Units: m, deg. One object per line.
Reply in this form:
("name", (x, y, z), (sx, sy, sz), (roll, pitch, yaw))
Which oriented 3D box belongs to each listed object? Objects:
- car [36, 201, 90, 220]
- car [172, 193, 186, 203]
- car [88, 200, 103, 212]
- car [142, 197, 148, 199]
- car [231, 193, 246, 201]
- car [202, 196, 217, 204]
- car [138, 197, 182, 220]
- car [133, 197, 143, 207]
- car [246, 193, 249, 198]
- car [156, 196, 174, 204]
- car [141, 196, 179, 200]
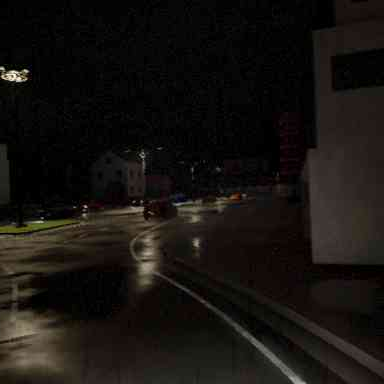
("car", (-13.714, 2.125, 35.162), (2.033, 1.411, 5.357), (-2, 0, 22))
("car", (-2.940, 1.303, 68.969), (2.150, 2.045, 5.566), (-3, 0, 17))
("car", (-14.051, 1.937, 44.944), (2.097, 1.767, 4.553), (-3, 0, 17))
("car", (-6.243, 1.725, 58.268), (2.128, 1.511, 4.902), (-3, 0, 18))
("car", (9.440, 1.002, 70.105), (1.882, 1.535, 5.008), (-3, 0, 17))
("car", (3.302, 1.373, 61.678), (1.994, 1.385, 4.181), (-3, 0, 17))
("car", (-2.655, 1.573, 29.157), (1.882, 1.535, 5.008), (-3, 0, 13))
("car", (-9.036, 1.704, 61.041), (2.097, 1.767, 4.553), (-3, 0, 17))
("car", (12.507, 0.818, 80.093), (1.895, 1.301, 4.718), (-3, 0, 17))
("car", (-5.770, 1.738, 71.620), (2.033, 1.411, 5.357), (-3, 0, 17))
("car", (-3.697, 1.626, 38.698), (2.128, 1.511, 4.902), (-3, 0, 16))
